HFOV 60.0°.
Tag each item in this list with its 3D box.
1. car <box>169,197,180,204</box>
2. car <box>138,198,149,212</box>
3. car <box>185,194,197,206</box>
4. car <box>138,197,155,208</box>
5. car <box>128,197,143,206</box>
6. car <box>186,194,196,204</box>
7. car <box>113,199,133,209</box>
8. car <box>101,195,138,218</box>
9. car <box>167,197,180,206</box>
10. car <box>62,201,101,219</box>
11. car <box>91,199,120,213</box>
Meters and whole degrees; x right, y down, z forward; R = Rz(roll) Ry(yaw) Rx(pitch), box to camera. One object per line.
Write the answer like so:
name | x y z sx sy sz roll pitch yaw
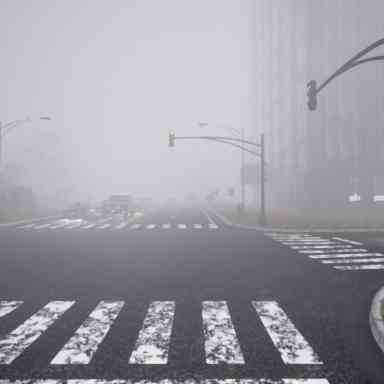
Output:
car | -3.566 1.788 69.361 2.033 1.411 5.357 0 0 0
car | -6.780 1.686 40.623 1.895 1.301 4.718 0 0 0
car | -0.172 1.536 60.510 2.097 1.767 4.553 0 0 0
car | -6.812 1.480 50.394 2.097 1.767 4.553 0 0 -1
car | -10.068 1.682 59.367 1.837 1.490 4.892 0 0 0
car | -0.264 1.471 70.639 2.150 2.045 5.566 0 0 0
car | -10.054 1.685 48.950 1.994 1.385 4.181 0 0 0
car | -6.736 1.275 30.862 2.150 2.045 5.566 0 0 0
car | -3.519 1.702 59.358 1.812 1.442 4.674 0 0 0
car | -9.981 1.614 29.773 1.994 1.385 4.181 0 0 0
car | -10.022 1.627 39.016 2.033 1.411 5.357 0 0 0
